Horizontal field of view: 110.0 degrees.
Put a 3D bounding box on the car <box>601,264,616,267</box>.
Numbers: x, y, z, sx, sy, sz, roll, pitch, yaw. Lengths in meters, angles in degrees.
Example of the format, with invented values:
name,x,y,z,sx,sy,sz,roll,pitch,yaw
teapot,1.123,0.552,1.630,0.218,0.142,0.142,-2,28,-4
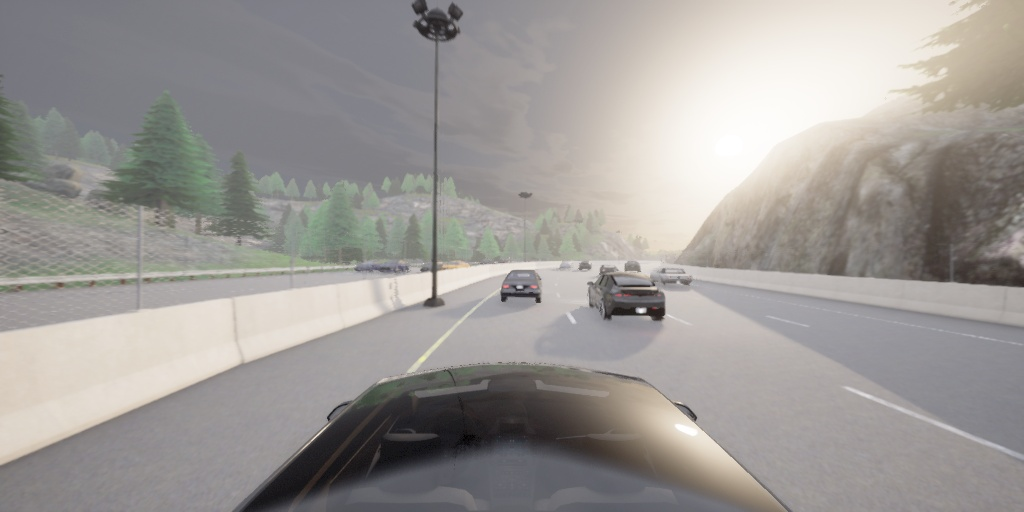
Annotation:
name,x,y,z,sx,sy,sz,roll,pitch,yaw
car,10.911,1.599,40.601,1.895,1.301,4.718,0,0,12

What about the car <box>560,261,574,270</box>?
name,x,y,z,sx,sy,sz,roll,pitch,yaw
car,9.571,1.590,62.401,1.812,1.442,4.674,0,0,19

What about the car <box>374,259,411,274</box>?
name,x,y,z,sx,sy,sz,roll,pitch,yaw
car,-13.720,1.116,42.124,2.097,1.767,4.553,1,0,11

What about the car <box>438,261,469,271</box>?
name,x,y,z,sx,sy,sz,roll,pitch,yaw
car,-6.609,1.309,42.059,1.882,1.535,5.008,0,0,12

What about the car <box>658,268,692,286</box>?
name,x,y,z,sx,sy,sz,roll,pitch,yaw
car,12.191,1.565,27.771,1.895,1.301,4.718,0,0,8

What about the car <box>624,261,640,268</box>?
name,x,y,z,sx,sy,sz,roll,pitch,yaw
car,17.533,1.457,52.333,2.097,1.767,4.553,1,0,16

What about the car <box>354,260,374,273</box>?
name,x,y,z,sx,sy,sz,roll,pitch,yaw
car,-17.048,1.260,43.393,1.812,1.442,4.674,0,0,11

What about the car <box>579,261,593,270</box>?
name,x,y,z,sx,sy,sz,roll,pitch,yaw
car,12.322,1.586,59.530,1.837,1.490,4.892,-1,0,18

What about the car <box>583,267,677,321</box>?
name,x,y,z,sx,sy,sz,roll,pitch,yaw
car,3.905,1.335,12.866,1.837,1.490,4.892,0,0,3

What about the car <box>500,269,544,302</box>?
name,x,y,z,sx,sy,sz,roll,pitch,yaw
car,0.555,1.361,17.561,2.033,1.411,5.357,0,0,5

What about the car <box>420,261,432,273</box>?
name,x,y,z,sx,sy,sz,roll,pitch,yaw
car,-9.640,1.316,44.672,1.837,1.490,4.892,0,0,12
